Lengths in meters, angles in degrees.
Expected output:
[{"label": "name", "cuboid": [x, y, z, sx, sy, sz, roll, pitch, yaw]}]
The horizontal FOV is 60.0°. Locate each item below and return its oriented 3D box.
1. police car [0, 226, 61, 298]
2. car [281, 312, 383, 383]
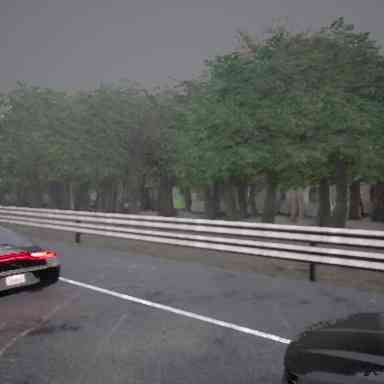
[{"label": "police car", "cuboid": [-5.253, 1.474, 7.753, 4.974, 1.542, 2.038, 0, 0, 37]}, {"label": "car", "cuboid": [3.018, 1.487, 1.880, 5.008, 1.535, 1.882, 0, 0, 36]}]
